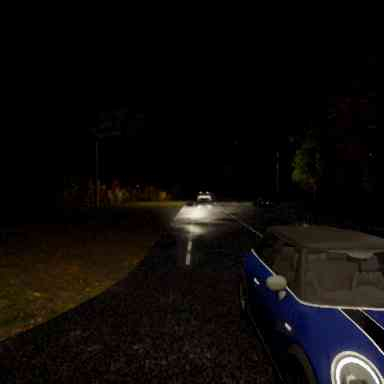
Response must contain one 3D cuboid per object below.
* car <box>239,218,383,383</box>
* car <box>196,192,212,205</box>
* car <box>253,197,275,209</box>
[{"bbox_3d":[1.929,1.342,4.221,2.097,1.767,4.553,0,0,-1],"label":"car"},{"bbox_3d":[1.896,0.999,52.763,2.150,2.045,5.566,0,0,0],"label":"car"},{"bbox_3d":[8.977,1.369,41.857,2.033,1.411,5.357,0,0,0],"label":"car"}]
